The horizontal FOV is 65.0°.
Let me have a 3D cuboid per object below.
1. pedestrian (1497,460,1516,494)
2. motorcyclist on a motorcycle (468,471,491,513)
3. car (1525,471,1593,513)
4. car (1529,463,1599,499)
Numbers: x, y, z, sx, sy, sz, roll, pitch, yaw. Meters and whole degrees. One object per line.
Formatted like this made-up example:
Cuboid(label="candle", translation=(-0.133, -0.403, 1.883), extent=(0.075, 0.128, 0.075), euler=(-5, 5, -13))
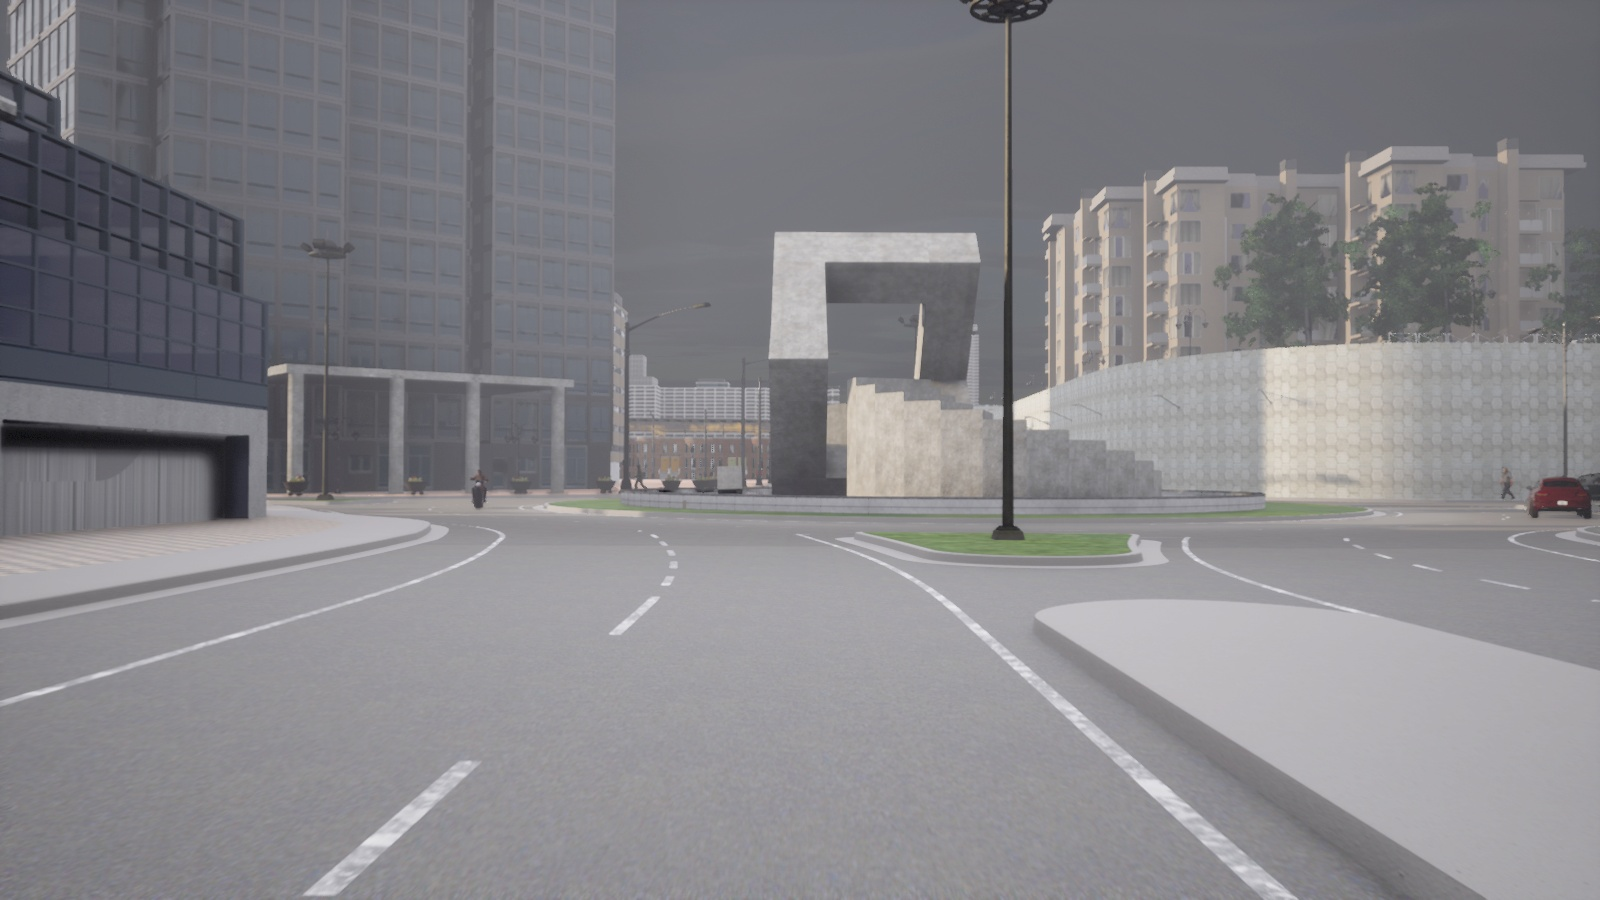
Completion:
Cuboid(label="pedestrian", translation=(38.301, 1.471, 68.103), extent=(0.694, 1.848, 0.540), euler=(0, -1, 1))
Cuboid(label="motorcyclist on a motorcycle", translation=(-13.010, 1.684, 51.050), extent=(0.766, 1.649, 2.350), euler=(0, -1, -11))
Cuboid(label="car", translation=(27.615, 1.507, 45.799), extent=(1.812, 1.442, 4.674), euler=(-1, -1, 28))
Cuboid(label="car", translation=(37.994, 1.459, 60.014), extent=(5.027, 1.651, 2.152), euler=(0, -1, 2))
